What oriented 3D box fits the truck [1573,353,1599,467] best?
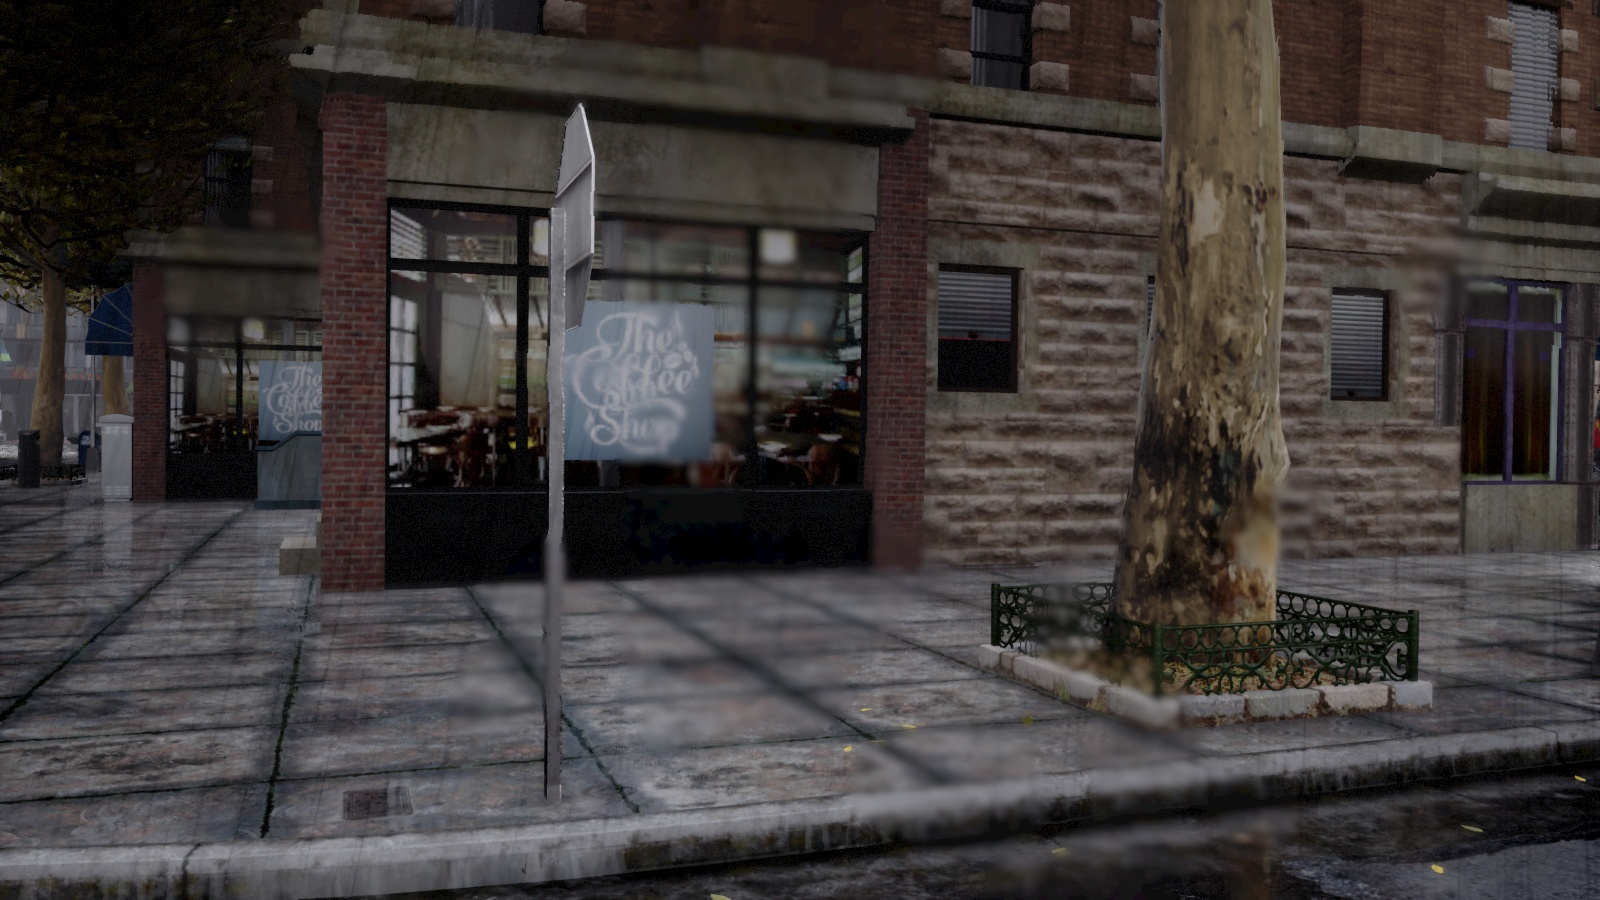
[{"bbox_3d":[29.331,-1.328,39.596,2.891,3.827,8.468,-1,1,-20],"label":"truck"}]

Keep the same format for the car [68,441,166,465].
[{"bbox_3d":[-39.430,0.144,72.587,4.718,1.301,1.895,-1,1,-20],"label":"car"}]
